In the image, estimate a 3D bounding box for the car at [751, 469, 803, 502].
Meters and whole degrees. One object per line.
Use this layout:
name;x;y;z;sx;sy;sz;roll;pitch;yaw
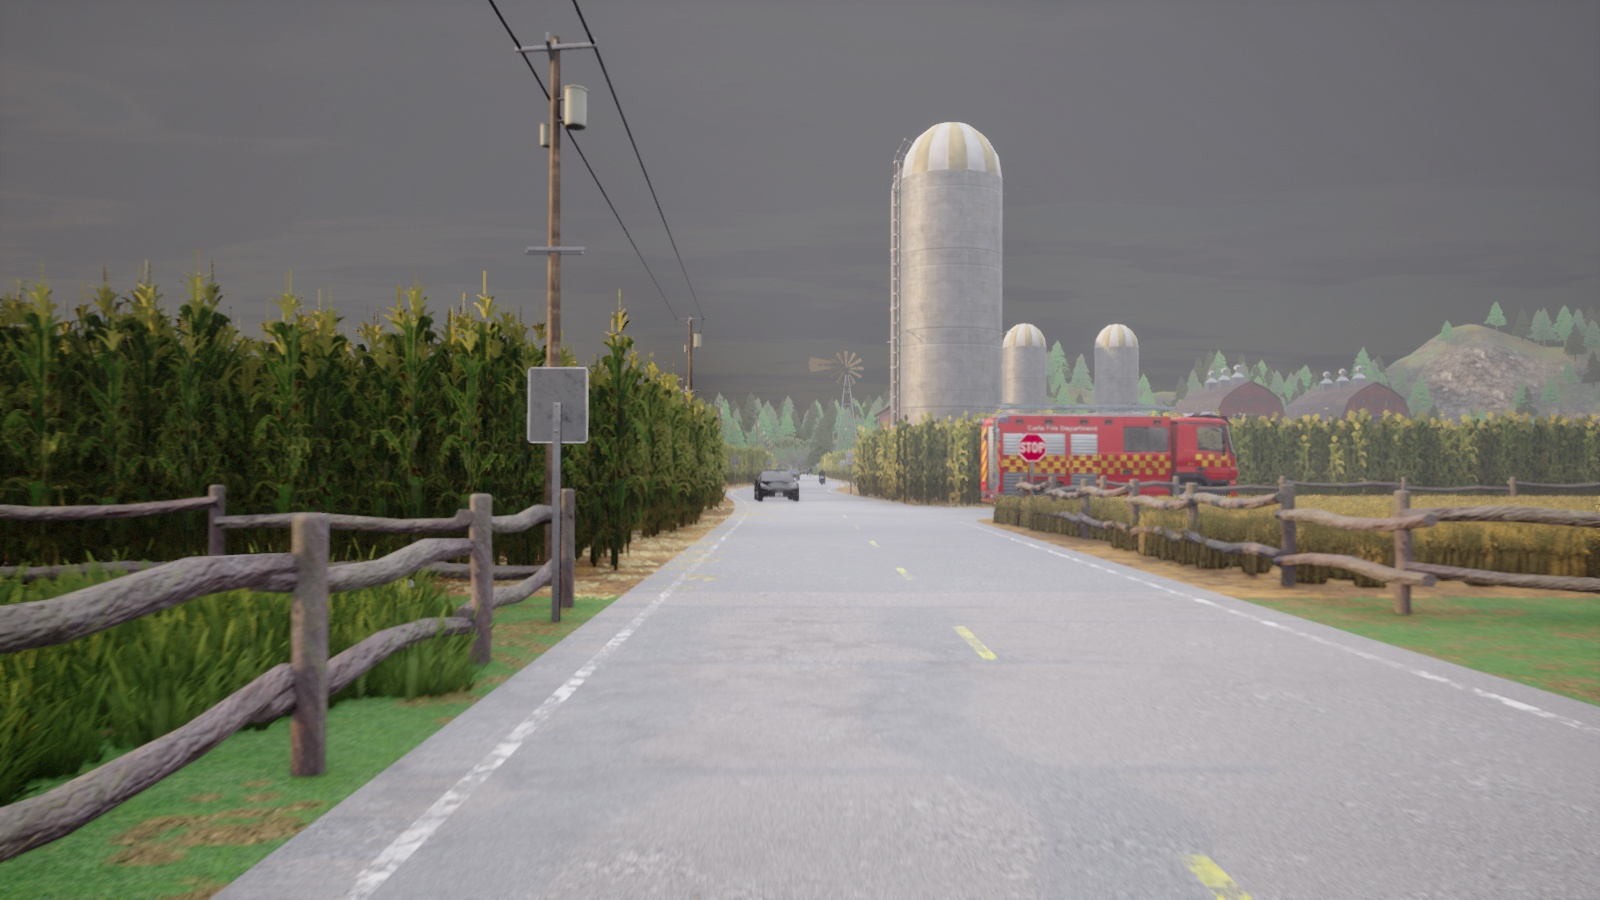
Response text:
car;-1.141;1.663;60.067;2.163;1.488;4.792;0;-1;-5

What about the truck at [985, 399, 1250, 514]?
truck;10.972;0.222;43.877;8.468;3.827;2.891;0;-1;-5
